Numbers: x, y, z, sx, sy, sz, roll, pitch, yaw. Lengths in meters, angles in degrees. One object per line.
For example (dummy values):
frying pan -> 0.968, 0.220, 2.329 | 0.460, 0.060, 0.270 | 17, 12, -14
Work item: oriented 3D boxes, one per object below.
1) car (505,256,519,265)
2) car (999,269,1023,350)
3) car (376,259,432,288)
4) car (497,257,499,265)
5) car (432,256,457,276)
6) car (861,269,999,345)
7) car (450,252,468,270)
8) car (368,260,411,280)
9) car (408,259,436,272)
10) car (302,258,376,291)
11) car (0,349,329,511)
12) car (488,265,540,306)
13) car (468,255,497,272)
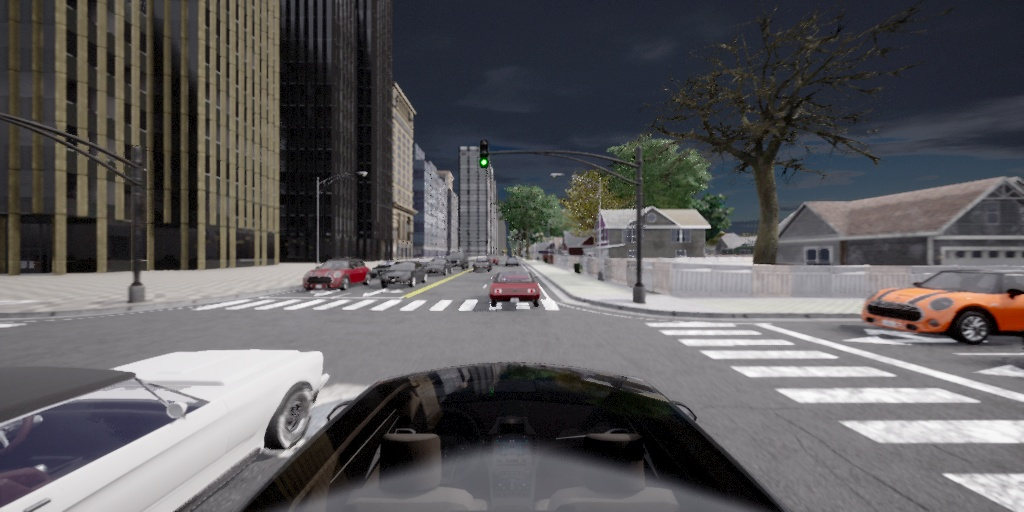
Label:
car -> 0.010, 0.836, 52.545 | 1.994, 1.385, 4.181 | 0, 1, 0
car -> 11.610, 1.106, 5.777 | 4.553, 1.767, 2.097 | 0, 0, 0
car -> -6.581, 1.077, 22.298 | 1.837, 1.490, 4.892 | 0, 1, 0
car -> -3.189, 0.576, 57.649 | 2.097, 1.767, 4.553 | 0, 0, 0
car -> -6.551, 0.976, 32.436 | 1.837, 1.490, 4.892 | 0, 1, 0
car -> 11.744, 1.106, 9.028 | 4.553, 1.767, 2.097 | 0, 0, 0
car -> -6.492, 0.586, 43.077 | 2.150, 2.045, 5.566 | 0, 1, 0
car -> -9.825, 1.069, 29.116 | 1.994, 1.385, 4.181 | 0, 1, 0
car -> -9.743, 1.004, 39.280 | 1.895, 1.301, 4.718 | 0, 1, 0
car -> -9.836, 0.943, 20.481 | 2.097, 1.767, 4.553 | 0, 1, 0
car -> -3.159, 1.361, 2.231 | 1.895, 1.301, 4.718 | 0, 0, 0
car -> 0.101, 1.257, 15.249 | 1.895, 1.301, 4.718 | 0, 1, 0
car -> -3.143, 0.894, 39.256 | 2.128, 1.511, 4.902 | 0, 1, 0
